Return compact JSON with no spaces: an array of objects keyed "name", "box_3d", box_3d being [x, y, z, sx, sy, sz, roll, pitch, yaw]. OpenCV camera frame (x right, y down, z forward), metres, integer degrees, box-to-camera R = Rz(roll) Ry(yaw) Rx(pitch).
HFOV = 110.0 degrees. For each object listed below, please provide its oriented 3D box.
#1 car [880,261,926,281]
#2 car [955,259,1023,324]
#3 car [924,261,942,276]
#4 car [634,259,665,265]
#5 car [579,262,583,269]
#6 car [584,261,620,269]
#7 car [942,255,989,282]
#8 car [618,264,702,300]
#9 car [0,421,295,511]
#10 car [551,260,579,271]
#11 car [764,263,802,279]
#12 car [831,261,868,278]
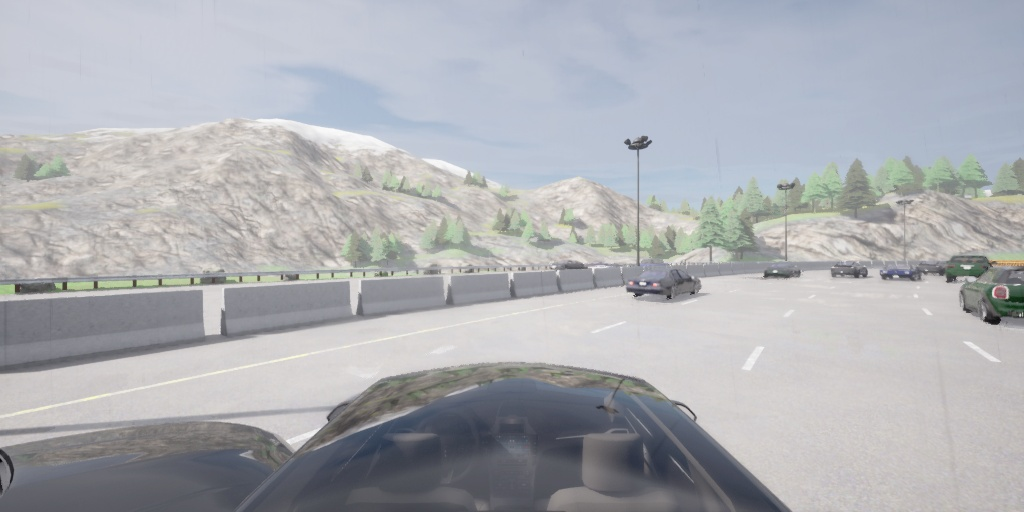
[{"name":"car","box_3d":[32.308,1.351,29.733,4.718,1.301,1.895,0,0,-35]},{"name":"car","box_3d":[15.841,1.101,11.070,2.097,1.767,4.553,0,0,44]},{"name":"car","box_3d":[43.313,1.241,36.865,4.902,1.511,2.128,0,0,-31]},{"name":"car","box_3d":[14.749,1.101,38.575,4.553,1.767,2.097,0,0,-38]},{"name":"car","box_3d":[10.816,1.314,44.395,4.181,1.385,1.994,0,0,-39]},{"name":"car","box_3d":[10.363,1.350,39.487,4.718,1.301,1.895,0,0,-40]},{"name":"car","box_3d":[35.416,0.969,27.693,5.566,2.045,2.150,0,0,-35]},{"name":"car","box_3d":[7.659,1.297,17.879,5.357,1.411,2.033,0,0,-45]},{"name":"car","box_3d":[-2.983,1.255,0.534,4.892,1.490,1.837,0,0,-45]},{"name":"car","box_3d":[7.030,1.242,45.819,4.902,1.511,2.128,0,0,-39]},{"name":"car","box_3d":[24.825,1.314,32.855,4.181,1.385,1.994,0,0,-38]},{"name":"car","box_3d":[31.375,1.241,33.342,4.902,1.511,2.128,0,0,-35]}]
